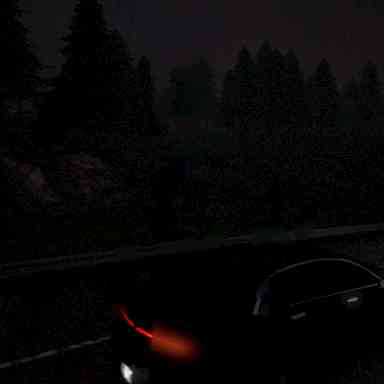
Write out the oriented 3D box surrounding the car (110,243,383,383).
[{"bbox_3d":[1.356,1.480,4.604,4.892,1.490,1.837,0,0,-35],"label":"car"}]
